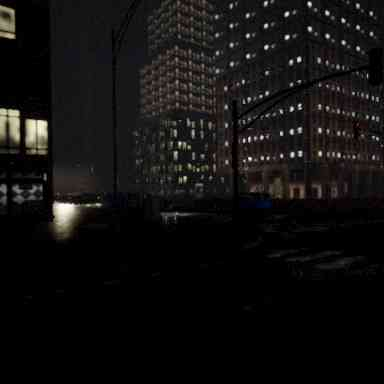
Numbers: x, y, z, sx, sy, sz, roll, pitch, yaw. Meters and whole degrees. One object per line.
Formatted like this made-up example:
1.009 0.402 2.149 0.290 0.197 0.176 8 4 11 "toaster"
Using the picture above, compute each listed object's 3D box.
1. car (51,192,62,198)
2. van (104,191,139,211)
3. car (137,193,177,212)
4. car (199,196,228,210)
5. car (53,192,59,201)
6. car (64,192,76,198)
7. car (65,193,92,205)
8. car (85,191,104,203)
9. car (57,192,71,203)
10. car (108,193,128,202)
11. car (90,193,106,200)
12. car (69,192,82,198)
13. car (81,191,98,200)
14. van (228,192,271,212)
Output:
-35.746 0.805 87.509 1.812 1.442 4.674 -1 1 -34 "car"
-7.624 1.043 35.812 1.690 1.788 3.998 -1 1 -34 "van"
-3.394 1.160 34.185 2.128 1.511 4.902 -1 1 -34 "car"
2.439 1.106 35.939 1.887 1.381 4.507 -1 1 -34 "car"
-26.251 1.114 63.339 1.802 1.307 4.206 -1 1 -34 "car"
-31.828 0.774 86.524 1.752 1.417 4.829 -1 1 -34 "car"
-16.937 1.183 49.577 1.947 1.339 4.313 -1 1 -34 "car"
-16.339 0.900 53.464 2.097 1.767 4.553 -1 1 -34 "car"
-20.041 1.140 54.163 2.008 1.369 4.403 -1 1 -34 "car"
-13.103 0.966 58.860 1.887 1.381 4.507 -1 1 -34 "car"
-19.312 0.930 68.036 1.947 1.339 4.313 -1 1 -34 "car"
-28.627 0.829 81.797 2.008 1.369 4.403 -1 1 -34 "car"
-22.420 0.651 72.619 2.192 1.841 5.009 -1 1 -34 "car"
5.616 0.928 31.401 1.690 1.788 3.998 -1 1 -34 "van"
